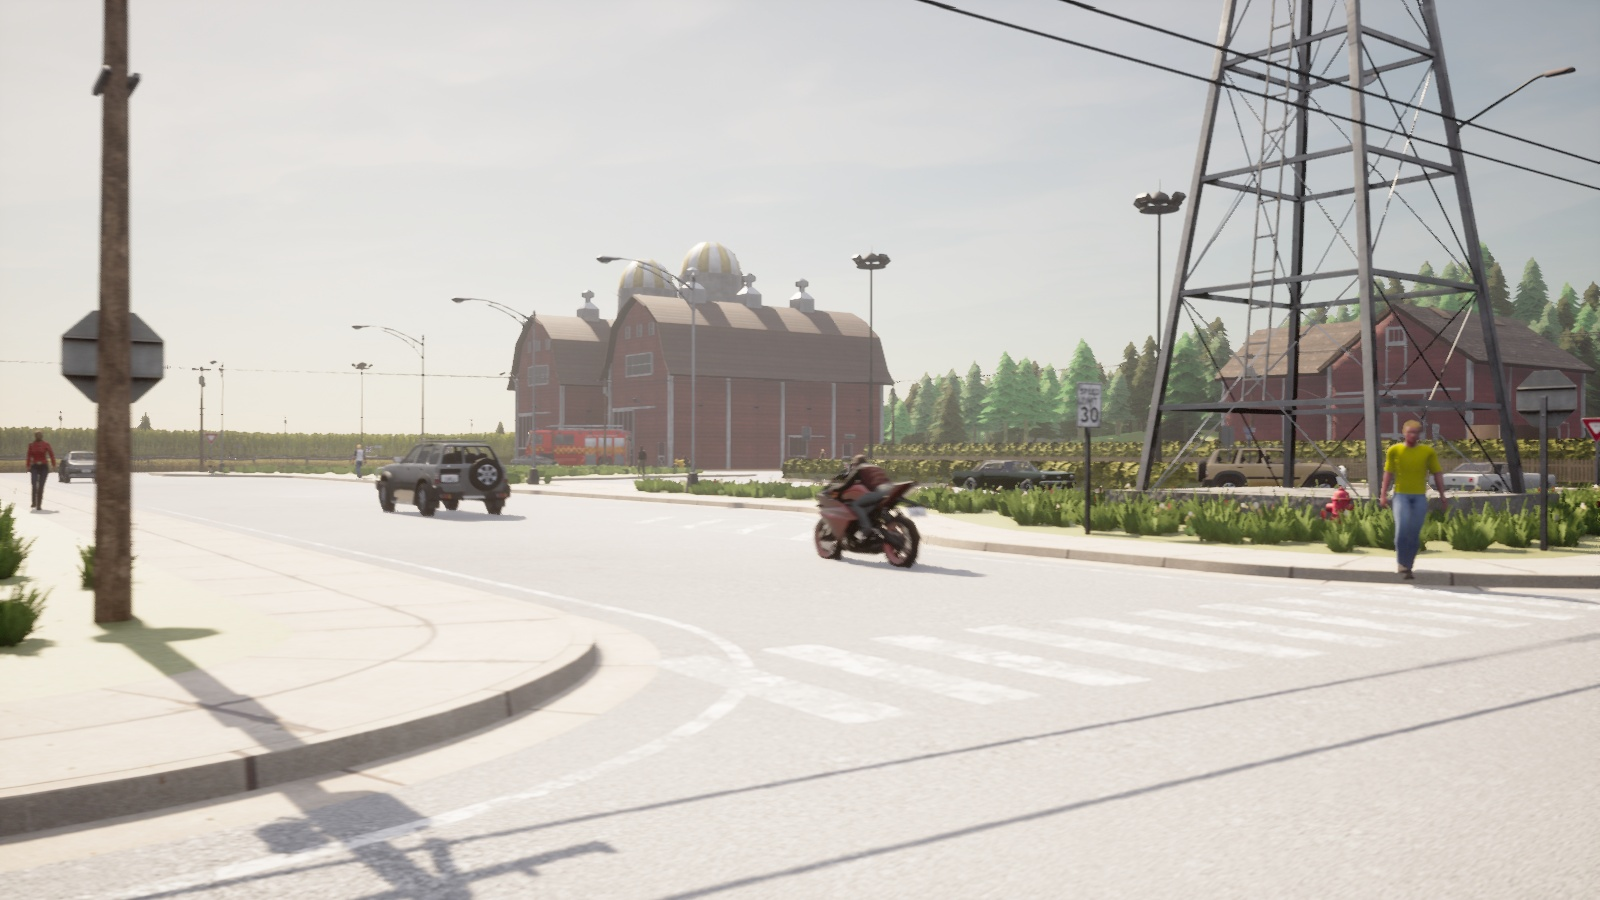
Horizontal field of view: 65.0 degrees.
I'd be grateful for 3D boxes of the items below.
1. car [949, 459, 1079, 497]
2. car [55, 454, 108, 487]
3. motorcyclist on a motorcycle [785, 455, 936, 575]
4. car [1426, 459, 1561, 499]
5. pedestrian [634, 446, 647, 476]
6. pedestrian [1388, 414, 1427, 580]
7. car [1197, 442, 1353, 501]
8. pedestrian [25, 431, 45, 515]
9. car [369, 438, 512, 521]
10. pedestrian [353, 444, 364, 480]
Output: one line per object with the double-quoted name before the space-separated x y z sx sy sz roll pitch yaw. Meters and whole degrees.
"car" 7.766 0.993 45.912 1.895 1.301 4.718 0 0 -36
"car" -34.461 0.955 60.194 1.789 1.549 3.705 0 0 -36
"motorcyclist on a motorcycle" 0.795 0.837 17.241 0.866 1.530 2.191 0 0 -37
"car" 24.087 0.971 43.588 4.718 1.301 1.895 0 0 -29
"pedestrian" -9.588 0.662 75.555 0.431 1.840 0.703 0 0 25
"pedestrian" 6.906 0.526 14.283 0.354 1.836 0.706 0 0 23
"car" 15.386 0.686 40.956 4.605 1.855 1.932 0 0 16
"pedestrian" -17.146 0.509 28.158 0.331 1.846 0.636 0 0 -26
"car" -8.880 0.672 30.748 1.932 1.855 4.605 0 0 -36
"pedestrian" -22.694 0.637 64.560 0.354 1.836 0.706 0 0 -38
